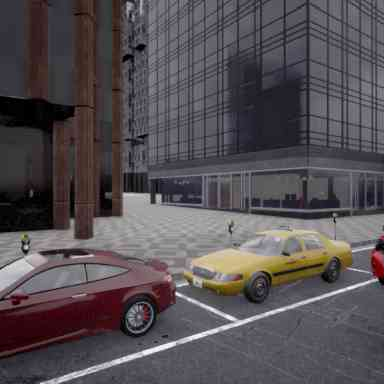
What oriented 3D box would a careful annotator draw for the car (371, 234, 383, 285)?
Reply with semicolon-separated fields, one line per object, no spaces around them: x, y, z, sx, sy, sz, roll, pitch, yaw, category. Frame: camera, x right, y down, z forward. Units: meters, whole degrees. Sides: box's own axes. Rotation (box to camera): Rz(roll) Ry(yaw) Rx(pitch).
6.692;1.221;8.213;5.566;2.045;2.150;0;0;-36;car

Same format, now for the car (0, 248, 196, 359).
-2.209;1.582;5.078;4.206;1.307;1.802;0;0;-36;car

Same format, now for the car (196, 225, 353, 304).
2.064;1.525;8.159;4.829;1.417;1.752;0;0;-36;car
